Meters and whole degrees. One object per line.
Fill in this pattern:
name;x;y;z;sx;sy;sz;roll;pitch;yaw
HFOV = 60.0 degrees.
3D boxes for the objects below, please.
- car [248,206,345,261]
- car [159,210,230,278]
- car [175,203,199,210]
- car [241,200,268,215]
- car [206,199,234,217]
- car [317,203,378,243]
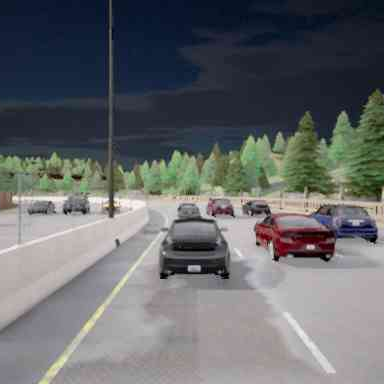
car;3.579;1.513;12.494;1.882;1.535;5.008;0;0;0
car;0.071;1.535;10.224;1.837;1.490;4.892;0;0;0
car;-0.358;1.625;27.431;2.033;1.411;5.357;0;0;-4
car;6.138;1.596;32.476;1.837;1.490;4.892;0;0;-6
car;2.632;1.442;32.198;2.097;1.767;4.553;0;0;-6
car;7.082;1.399;16.470;2.097;1.767;4.553;0;0;0
